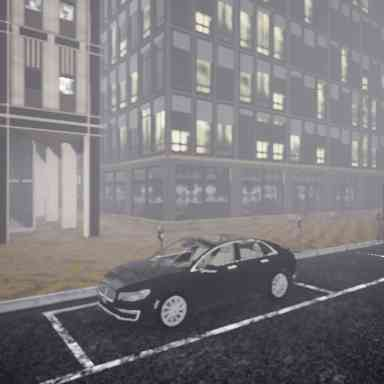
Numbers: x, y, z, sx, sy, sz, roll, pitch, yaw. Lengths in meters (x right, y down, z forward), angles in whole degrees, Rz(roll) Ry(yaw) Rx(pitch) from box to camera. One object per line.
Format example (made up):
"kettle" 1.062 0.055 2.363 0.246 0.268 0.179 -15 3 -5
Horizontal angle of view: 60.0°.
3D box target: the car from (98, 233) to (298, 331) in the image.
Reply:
"car" 0.327 1.566 6.797 4.403 1.369 2.008 0 0 -36
